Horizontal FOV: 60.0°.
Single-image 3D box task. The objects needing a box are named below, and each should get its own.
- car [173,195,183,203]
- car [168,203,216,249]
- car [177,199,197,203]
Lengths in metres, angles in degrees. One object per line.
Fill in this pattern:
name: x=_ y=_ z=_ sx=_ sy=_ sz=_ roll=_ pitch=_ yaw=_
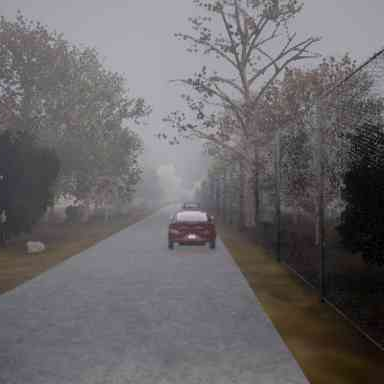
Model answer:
car: x=-3.124 y=1.659 z=75.989 sx=2.097 sy=1.767 sz=4.553 roll=0 pitch=-1 yaw=-1
car: x=-0.008 y=1.485 z=14.652 sx=1.882 sy=1.535 sz=5.008 roll=0 pitch=0 yaw=0
car: x=-0.048 y=1.577 z=29.656 sx=1.994 sy=1.385 sz=4.181 roll=0 pitch=0 yaw=0
